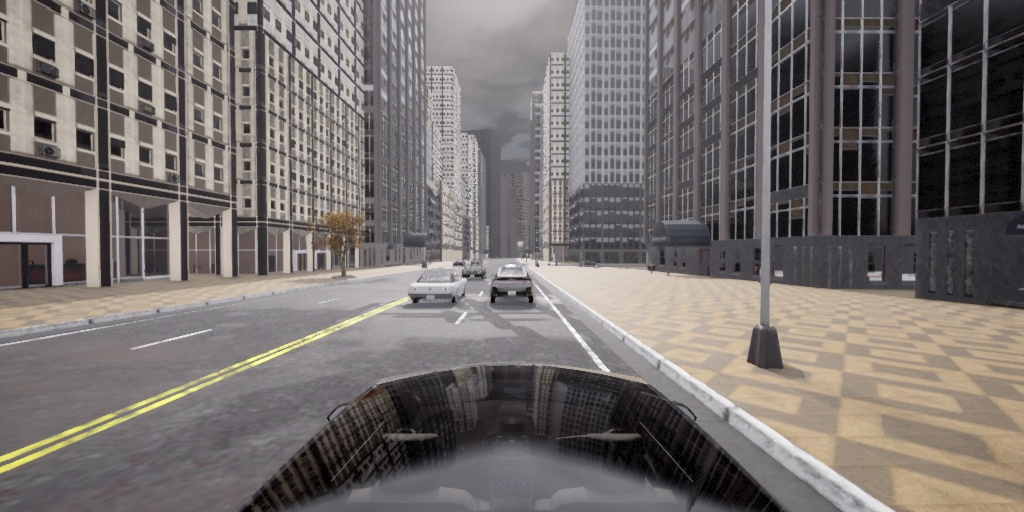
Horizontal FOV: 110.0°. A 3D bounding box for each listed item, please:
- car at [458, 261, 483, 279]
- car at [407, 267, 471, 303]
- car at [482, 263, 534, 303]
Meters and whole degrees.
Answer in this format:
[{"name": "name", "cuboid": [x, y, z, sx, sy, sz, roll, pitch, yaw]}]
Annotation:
[{"name": "car", "cuboid": [-3.250, 1.357, 31.534, 1.895, 1.301, 4.718, 0, 0, 0]}, {"name": "car", "cuboid": [-3.250, 1.361, 16.533, 1.895, 1.301, 4.718, 0, 0, 0]}, {"name": "car", "cuboid": [0.000, 1.240, 16.502, 2.128, 1.511, 4.902, 0, 0, 0]}]
